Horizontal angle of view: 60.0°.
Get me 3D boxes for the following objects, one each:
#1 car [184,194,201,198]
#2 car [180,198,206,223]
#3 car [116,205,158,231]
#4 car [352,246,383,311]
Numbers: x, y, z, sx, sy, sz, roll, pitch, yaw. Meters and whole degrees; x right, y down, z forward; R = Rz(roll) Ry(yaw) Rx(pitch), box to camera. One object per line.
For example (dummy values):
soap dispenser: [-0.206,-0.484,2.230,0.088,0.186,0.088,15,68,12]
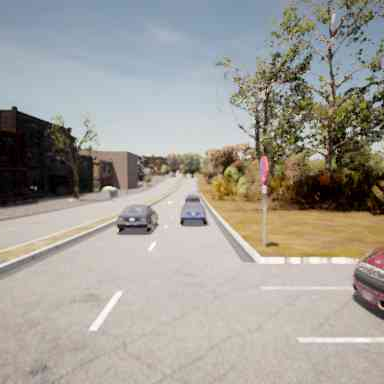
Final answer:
car: [0.079,1.028,41.234,1.837,1.490,4.892,0,1,0]
car: [0.087,1.428,24.143,2.033,1.411,5.357,0,1,0]
car: [-3.166,1.481,19.975,2.033,1.411,5.357,0,1,0]
car: [5.565,1.368,6.299,4.553,1.767,2.185,0,0,0]
